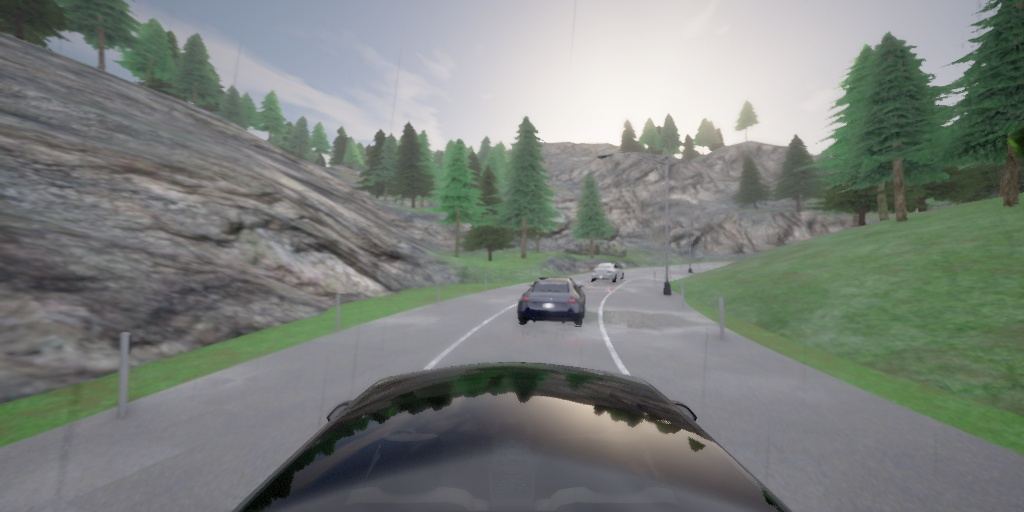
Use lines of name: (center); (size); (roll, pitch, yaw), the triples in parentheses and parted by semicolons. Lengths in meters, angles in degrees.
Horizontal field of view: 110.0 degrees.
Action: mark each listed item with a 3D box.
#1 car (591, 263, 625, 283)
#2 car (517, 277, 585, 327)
car: (7.578, 1.284, 28.341); (1.812, 1.442, 4.674); (0, 0, 27)
car: (1.444, 1.382, 12.073); (1.994, 1.385, 4.181); (0, 0, 12)
